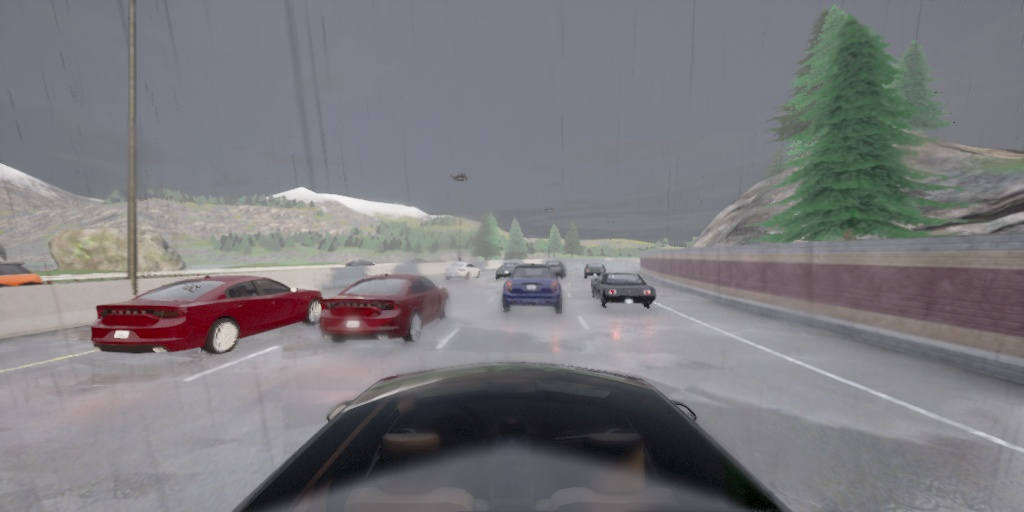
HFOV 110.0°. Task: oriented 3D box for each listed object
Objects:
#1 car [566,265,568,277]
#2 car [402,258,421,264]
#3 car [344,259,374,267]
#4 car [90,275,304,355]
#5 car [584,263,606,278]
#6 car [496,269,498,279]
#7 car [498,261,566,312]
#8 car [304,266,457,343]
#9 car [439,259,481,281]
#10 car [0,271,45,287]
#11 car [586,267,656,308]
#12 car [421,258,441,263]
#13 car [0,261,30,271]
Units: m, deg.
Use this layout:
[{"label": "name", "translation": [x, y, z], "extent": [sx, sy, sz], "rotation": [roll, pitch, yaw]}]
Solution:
[{"label": "car", "translation": [3.829, 1.172, 31.749], "extent": [2.128, 1.511, 4.902], "rotation": [0, 0, 13]}, {"label": "car", "translation": [-14.925, 1.073, 55.014], "extent": [1.837, 1.490, 4.892], "rotation": [0, 0, 20]}, {"label": "car", "translation": [-20.721, 1.134, 48.662], "extent": [1.994, 1.385, 4.181], "rotation": [0, 0, 17]}, {"label": "car", "translation": [-6.595, 1.192, 8.641], "extent": [1.882, 1.535, 5.008], "rotation": [0, 0, 3]}, {"label": "car", "translation": [7.569, 1.289, 32.461], "extent": [1.895, 1.301, 4.718], "rotation": [0, 0, 14]}, {"label": "car", "translation": [-0.018, 1.237, 30.565], "extent": [1.994, 1.385, 4.181], "rotation": [0, 0, 12]}, {"label": "car", "translation": [0.874, 1.071, 14.175], "extent": [2.097, 1.767, 4.553], "rotation": [0, 0, 5]}, {"label": "car", "translation": [-3.031, 1.198, 9.626], "extent": [1.882, 1.535, 5.008], "rotation": [0, 0, 3]}, {"label": "car", "translation": [-3.926, 1.192, 29.063], "extent": [1.812, 1.442, 4.674], "rotation": [0, 0, 11]}, {"label": "car", "translation": [-17.209, 1.282, 10.392], "extent": [1.895, 1.301, 4.718], "rotation": [0, 0, 4]}, {"label": "car", "translation": [4.452, 1.327, 15.083], "extent": [1.895, 1.301, 4.718], "rotation": [0, 0, 6]}, {"label": "car", "translation": [-11.429, 1.143, 54.336], "extent": [1.994, 1.385, 4.181], "rotation": [0, 0, 20]}, {"label": "car", "translation": [-20.499, 1.018, 12.905], "extent": [2.097, 1.767, 4.553], "rotation": [0, 0, 5]}]
